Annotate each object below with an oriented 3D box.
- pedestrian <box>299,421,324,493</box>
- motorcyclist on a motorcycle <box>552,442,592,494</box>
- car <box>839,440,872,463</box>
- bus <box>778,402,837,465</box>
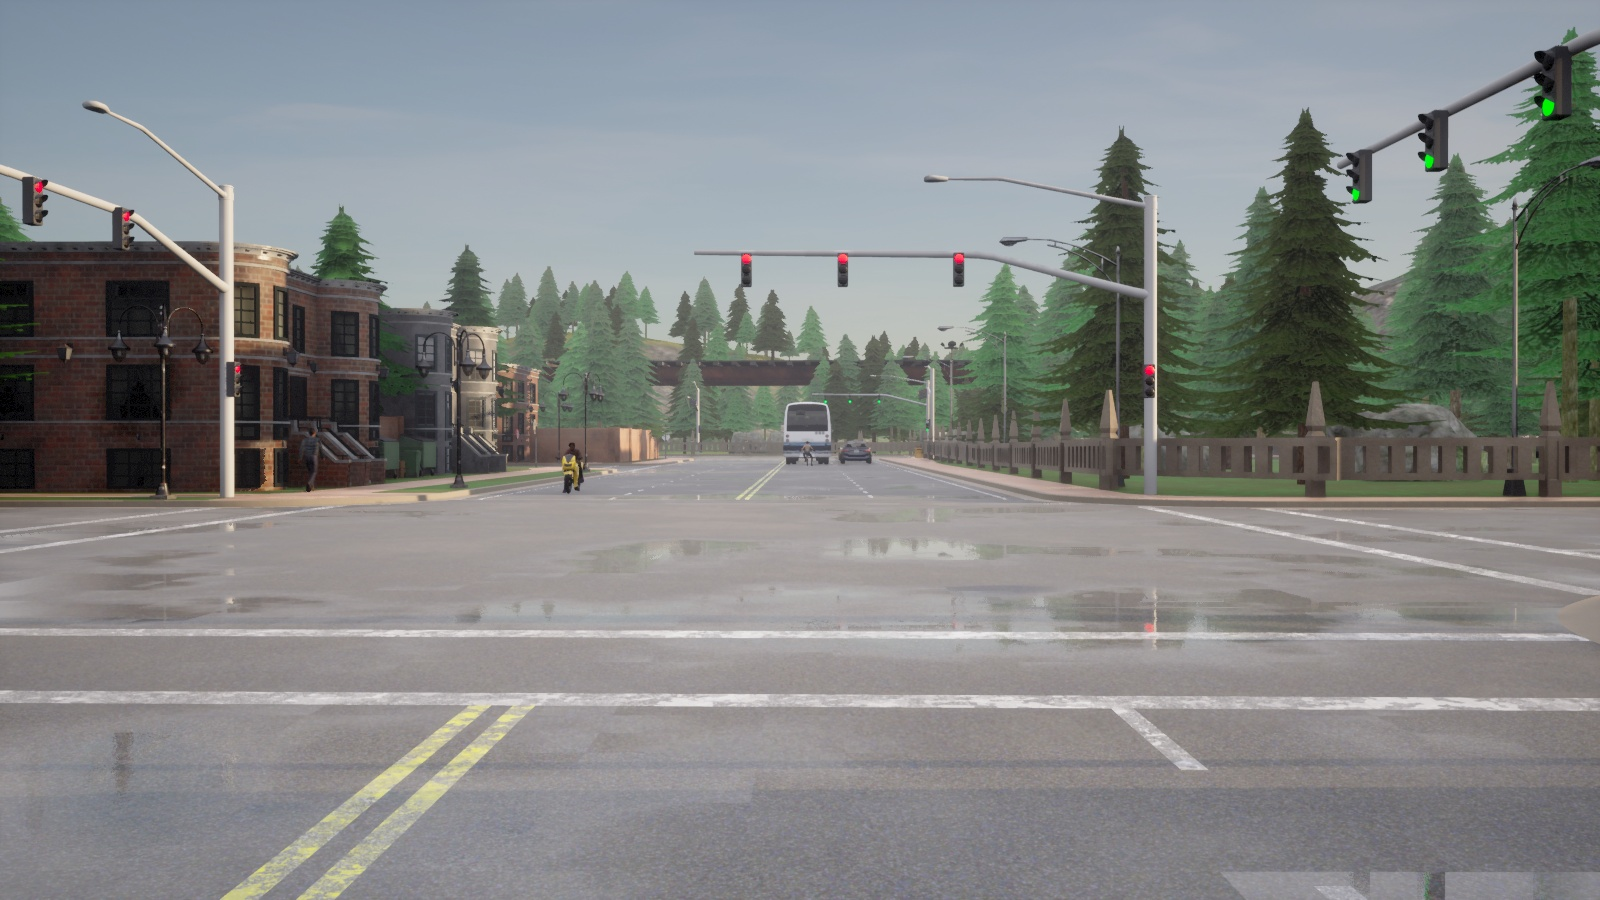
[{"bbox_3d":[-13.430,0.196,34.523,0.423,1.949,0.788,0,0,-4],"label":"pedestrian"},{"bbox_3d":[-6.774,0.512,37.430,0.797,1.523,2.044,0,0,0],"label":"motorcyclist on a motorcycle"},{"bbox_3d":[4.029,0.080,91.184,2.242,1.667,4.611,0,0,1],"label":"car"},{"bbox_3d":[0.524,-1.136,89.810,3.944,4.253,10.273,0,0,0],"label":"bus"}]
